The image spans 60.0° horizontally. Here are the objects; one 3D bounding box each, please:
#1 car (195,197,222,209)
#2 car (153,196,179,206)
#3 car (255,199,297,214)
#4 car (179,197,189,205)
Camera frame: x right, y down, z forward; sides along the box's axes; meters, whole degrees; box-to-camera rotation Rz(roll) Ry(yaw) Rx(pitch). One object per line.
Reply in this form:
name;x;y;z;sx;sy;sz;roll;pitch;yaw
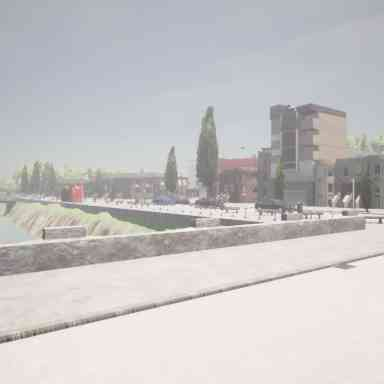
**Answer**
car;2.361;1.504;44.860;1.837;1.490;4.892;0;0;-36
car;-4.641;1.478;54.693;1.882;1.535;5.008;0;1;-35
car;8.905;1.505;35.724;1.837;1.490;4.892;0;0;-36
car;-2.616;1.547;58.996;2.033;1.411;5.357;0;0;-36
